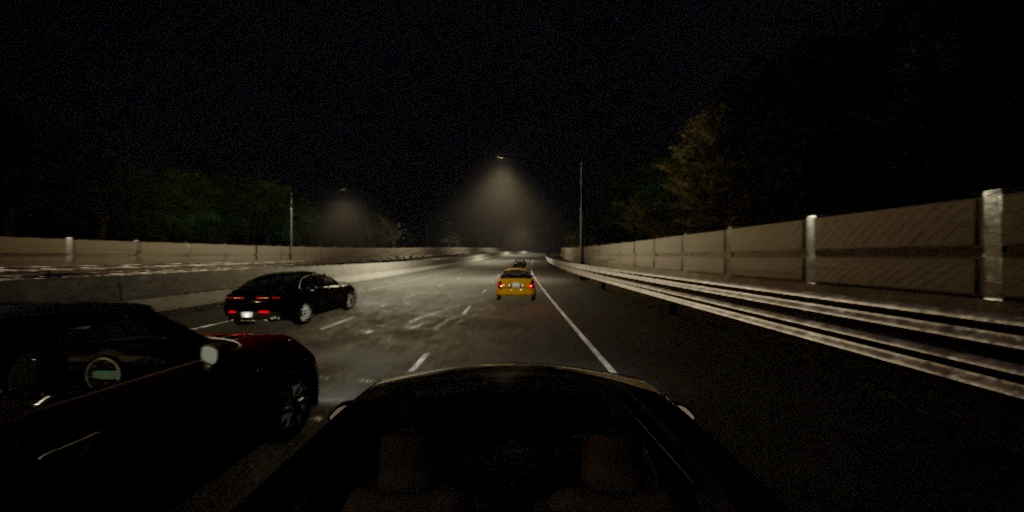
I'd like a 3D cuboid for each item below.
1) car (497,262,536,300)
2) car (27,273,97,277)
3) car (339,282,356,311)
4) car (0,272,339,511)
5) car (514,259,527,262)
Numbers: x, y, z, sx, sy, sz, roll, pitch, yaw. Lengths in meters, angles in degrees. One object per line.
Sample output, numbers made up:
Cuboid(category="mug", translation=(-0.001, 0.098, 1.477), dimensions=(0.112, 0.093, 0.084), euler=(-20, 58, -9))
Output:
Cuboid(category="car", translation=(0.208, 1.252, 18.053), dimensions=(1.801, 1.575, 5.366), euler=(0, 0, 1))
Cuboid(category="car", translation=(-17.448, 1.361, 13.862), dimensions=(2.033, 1.411, 5.357), euler=(0, 0, 1))
Cuboid(category="car", translation=(-6.871, 1.270, 11.745), dimensions=(1.837, 1.490, 4.892), euler=(0, 0, 1))
Cuboid(category="car", translation=(-3.397, 1.098, 2.502), dimensions=(2.097, 1.767, 4.553), euler=(0, 0, 0))
Cuboid(category="car", translation=(1.244, 1.196, 54.119), dimensions=(2.128, 1.511, 4.902), euler=(0, 1, 3))
